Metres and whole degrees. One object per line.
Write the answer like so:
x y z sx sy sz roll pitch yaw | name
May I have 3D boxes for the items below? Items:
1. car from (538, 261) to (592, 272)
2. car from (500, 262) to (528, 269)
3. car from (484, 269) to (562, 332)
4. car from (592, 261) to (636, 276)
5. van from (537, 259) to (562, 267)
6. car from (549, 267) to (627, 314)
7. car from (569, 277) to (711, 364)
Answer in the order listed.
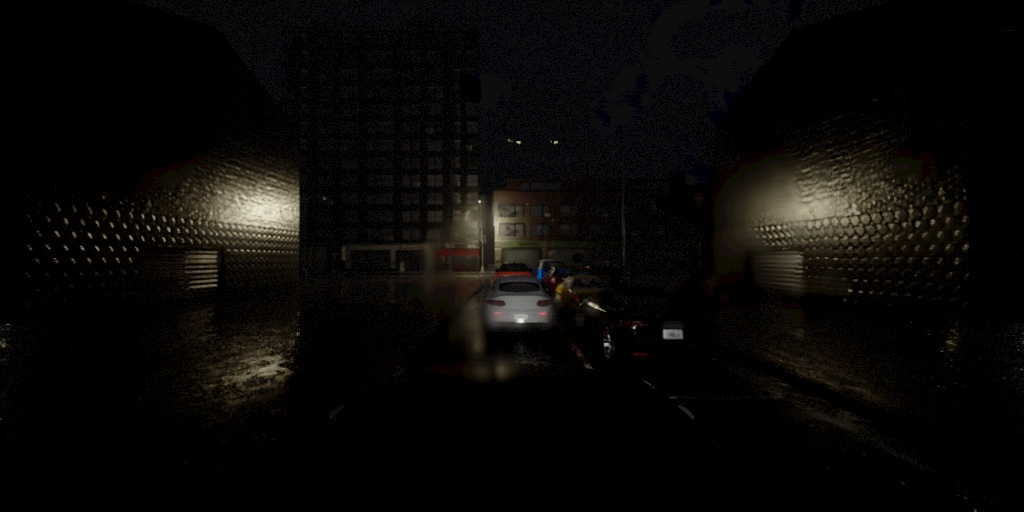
2.641 1.214 18.909 1.967 1.591 4.097 0 0 0 | car
0.095 1.128 20.459 2.097 1.767 4.553 0 0 0 | car
0.145 1.286 10.812 1.812 1.442 4.674 0 0 -2 | car
9.371 1.260 34.382 4.902 1.511 2.128 0 -1 -4 | car
2.642 1.125 24.384 1.690 1.789 3.998 0 0 0 | van
2.640 1.290 13.605 1.751 1.417 4.829 0 0 0 | car
2.639 1.322 7.961 1.948 1.339 4.313 0 0 0 | car
